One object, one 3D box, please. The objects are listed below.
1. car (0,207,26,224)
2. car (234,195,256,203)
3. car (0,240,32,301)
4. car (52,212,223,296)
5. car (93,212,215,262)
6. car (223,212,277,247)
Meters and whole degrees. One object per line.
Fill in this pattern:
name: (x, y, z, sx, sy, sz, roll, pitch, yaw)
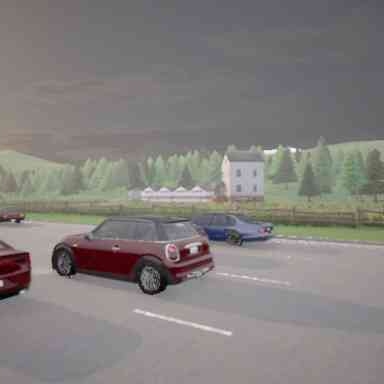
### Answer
car: (-15.259, 1.859, 26.145, 4.718, 1.301, 1.895, -1, 0, 33)
car: (11.582, 1.676, 73.135, 4.605, 1.855, 1.932, -1, 0, 33)
car: (-5.670, 1.557, 7.445, 5.008, 1.535, 1.882, 0, 0, 33)
car: (-1.732, 1.424, 9.066, 4.553, 1.767, 2.097, -1, -1, 33)
car: (-1.600, 1.627, 13.148, 4.674, 1.442, 1.812, -1, 0, 33)
car: (1.164, 1.653, 15.529, 5.357, 1.411, 2.033, 0, 0, 33)
